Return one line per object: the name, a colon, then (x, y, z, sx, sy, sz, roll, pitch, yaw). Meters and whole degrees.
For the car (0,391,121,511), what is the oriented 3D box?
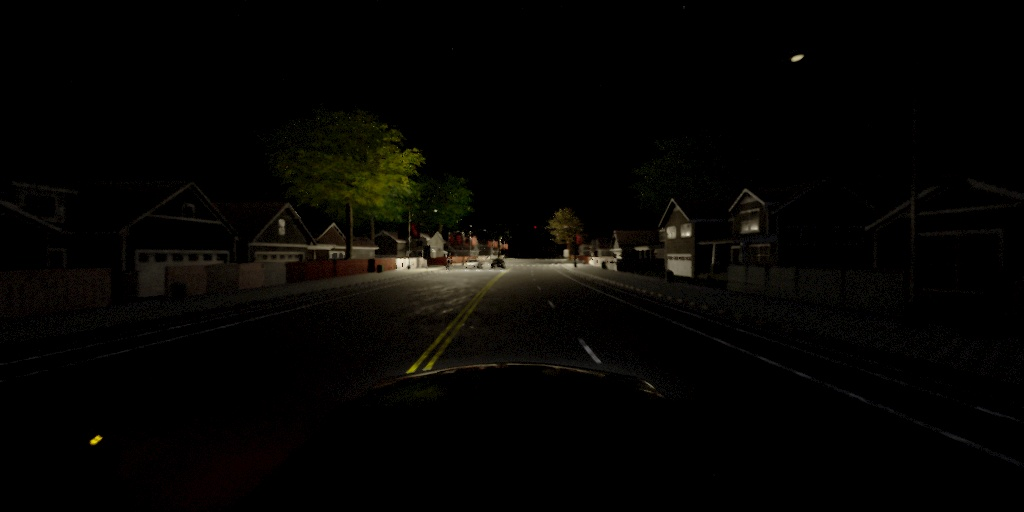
car: (-3.349, 1.276, 0.291, 1.812, 1.442, 4.674, 0, 0, 0)

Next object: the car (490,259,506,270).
car: (-1.991, 1.154, 51.108, 1.837, 1.490, 4.892, 0, 0, 4)

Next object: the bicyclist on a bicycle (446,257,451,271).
bicyclist on a bicycle: (-7.883, 1.037, 44.285, 0.659, 1.776, 1.843, 0, 0, 3)

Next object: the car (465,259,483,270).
car: (-5.312, 1.173, 50.327, 1.812, 1.442, 4.674, 0, 0, 4)
